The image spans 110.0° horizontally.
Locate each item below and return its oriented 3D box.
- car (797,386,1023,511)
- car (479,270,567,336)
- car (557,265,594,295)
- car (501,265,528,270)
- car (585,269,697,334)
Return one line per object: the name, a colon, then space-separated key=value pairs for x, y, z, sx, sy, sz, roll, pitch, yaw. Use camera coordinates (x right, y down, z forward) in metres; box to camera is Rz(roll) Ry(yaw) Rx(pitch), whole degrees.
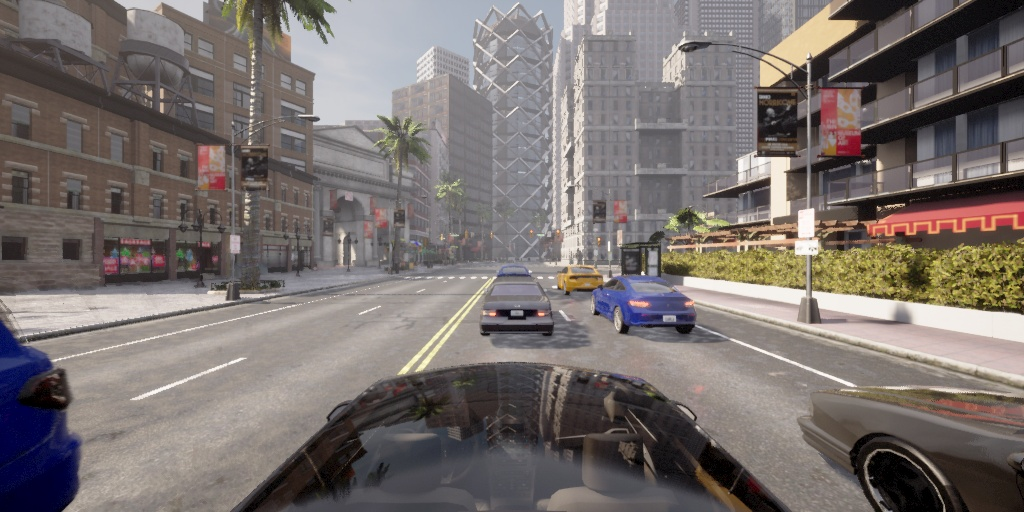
car: x=3.659 y=1.297 z=0.884 sx=2.033 sy=1.411 sz=5.357 roll=0 pitch=0 yaw=-1
car: x=0.108 y=1.297 z=10.375 sx=2.033 sy=1.411 sz=5.357 roll=0 pitch=0 yaw=0
car: x=3.615 y=1.228 z=19.661 sx=1.882 sy=1.535 sz=5.008 roll=0 pitch=0 yaw=0
car: x=0.116 y=1.228 z=20.161 sx=1.882 sy=1.535 sz=5.008 roll=0 pitch=0 yaw=0
car: x=3.620 y=1.276 z=10.549 sx=1.812 sy=1.442 sz=4.674 roll=0 pitch=0 yaw=0
